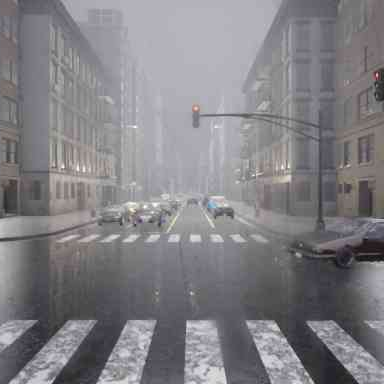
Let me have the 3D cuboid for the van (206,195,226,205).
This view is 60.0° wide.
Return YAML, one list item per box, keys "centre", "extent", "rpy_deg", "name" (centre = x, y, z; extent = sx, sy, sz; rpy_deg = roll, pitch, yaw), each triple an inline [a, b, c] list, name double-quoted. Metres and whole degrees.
- centre: [2.643, 1.338, 34.317]
  extent: [1.690, 1.788, 3.998]
  rpy_deg: [0, 0, 0]
  name: "van"

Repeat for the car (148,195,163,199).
- centre: [-5.407, 1.436, 45.129]
  extent: [1.967, 1.590, 4.097]
  rpy_deg: [0, 0, 0]
  name: "car"

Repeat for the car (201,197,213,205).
- centre: [2.652, 1.546, 61.348]
  extent: [2.008, 1.369, 4.403]
  rpy_deg: [0, 0, 0]
  name: "car"

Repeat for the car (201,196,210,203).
- centre: [2.654, 1.521, 66.923]
  extent: [1.752, 1.417, 4.829]
  rpy_deg: [0, 0, 0]
  name: "car"

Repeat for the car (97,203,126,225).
- centre: [-5.389, 1.549, 23.504]
  extent: [2.008, 1.369, 4.403]
  rpy_deg: [0, 0, 0]
  name: "car"

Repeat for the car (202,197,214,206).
- centre: [2.650, 1.562, 55.942]
  extent: [1.947, 1.339, 4.313]
  rpy_deg: [0, 0, 0]
  name: "car"

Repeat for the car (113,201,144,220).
- centre: [-5.393, 1.523, 28.740]
  extent: [1.752, 1.417, 4.829]
  rpy_deg: [0, 0, 0]
  name: "car"

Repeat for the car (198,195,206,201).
- centre: [2.661, 1.560, 88.379]
  extent: [1.947, 1.339, 4.313]
  rpy_deg: [0, 0, 0]
  name: "car"

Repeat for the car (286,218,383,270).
- centre: [5.910, 1.585, 10.942]
  extent: [5.357, 1.411, 2.033]
  rpy_deg: [0, 0, -13]
  name: "car"

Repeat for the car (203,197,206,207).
- centre: [2.645, 1.578, 39.723]
  extent: [1.802, 1.307, 4.206]
  rpy_deg: [0, 0, 0]
  name: "car"

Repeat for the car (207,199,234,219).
- centre: [2.641, 1.548, 28.910]
  extent: [2.008, 1.369, 4.403]
  rpy_deg: [0, 0, 0]
  name: "car"

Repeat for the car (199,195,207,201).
- centre: [2.660, 1.539, 82.973]
  extent: [1.887, 1.381, 4.507]
  rpy_deg: [0, 0, 0]
  name: "car"

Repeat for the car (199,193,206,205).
- centre: [2.649, 1.311, 50.535]
  extent: [2.192, 1.841, 5.009]
  rpy_deg: [0, 0, 0]
  name: "car"

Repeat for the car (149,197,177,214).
- centre: [-2.843, 1.544, 32.755]
  extent: [2.033, 1.411, 5.357]
  rpy_deg: [0, 0, 0]
  name: "car"

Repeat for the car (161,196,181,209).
- centre: [-2.832, 1.560, 42.769]
  extent: [1.994, 1.385, 4.181]
  rpy_deg: [0, 0, 1]
  name: "car"

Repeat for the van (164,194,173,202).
- centre: [-5.434, 1.336, 77.566]
  extent: [1.690, 1.788, 3.998]
  rpy_deg: [0, 0, 0]
  name: "van"

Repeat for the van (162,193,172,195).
- centre: [-5.425, 1.337, 66.753]
  extent: [1.690, 1.788, 3.998]
  rpy_deg: [0, 0, 0]
  name: "van"

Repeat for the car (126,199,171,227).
- centre: [-2.847, 1.490, 22.872]
  extent: [2.128, 1.511, 4.902]
  rpy_deg: [0, 0, 0]
  name: "car"

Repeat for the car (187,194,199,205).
- centre: [0.103, 1.501, 57.073]
  extent: [1.837, 1.490, 4.892]
  rpy_deg: [0, 0, 0]
  name: "car"

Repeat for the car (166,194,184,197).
- centre: [-2.793, 1.474, 53.024]
  extent: [1.882, 1.535, 5.008]
  rpy_deg: [0, 0, 1]
  name: "car"
